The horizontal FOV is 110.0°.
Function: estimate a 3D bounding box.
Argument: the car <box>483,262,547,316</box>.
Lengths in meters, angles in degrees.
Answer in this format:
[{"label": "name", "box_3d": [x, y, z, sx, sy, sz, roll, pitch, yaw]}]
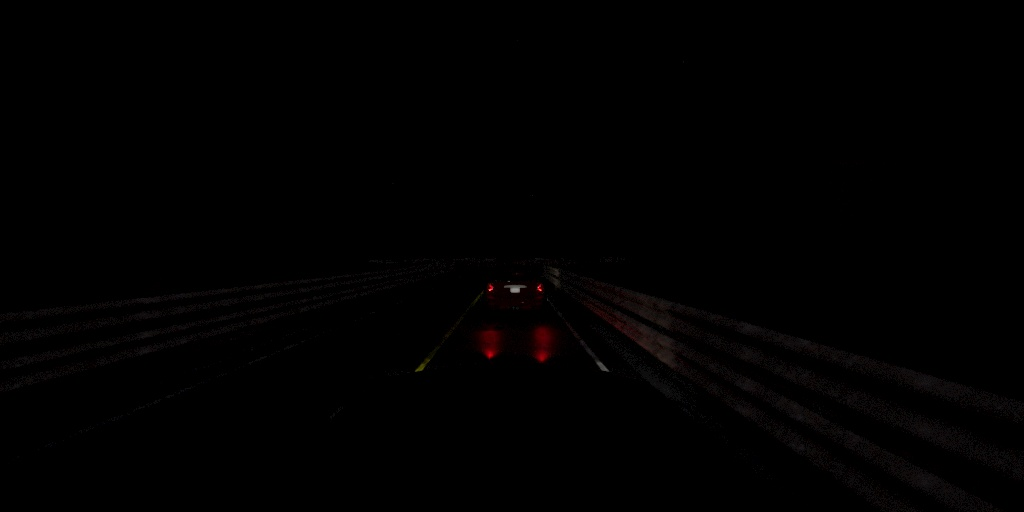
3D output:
[{"label": "car", "box_3d": [0.104, 1.106, 13.522, 2.097, 1.767, 4.553, 0, 0, 0]}]

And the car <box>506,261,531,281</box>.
[{"label": "car", "box_3d": [0.667, 1.236, 31.349, 1.882, 1.535, 5.008, 0, 0, 5]}]
